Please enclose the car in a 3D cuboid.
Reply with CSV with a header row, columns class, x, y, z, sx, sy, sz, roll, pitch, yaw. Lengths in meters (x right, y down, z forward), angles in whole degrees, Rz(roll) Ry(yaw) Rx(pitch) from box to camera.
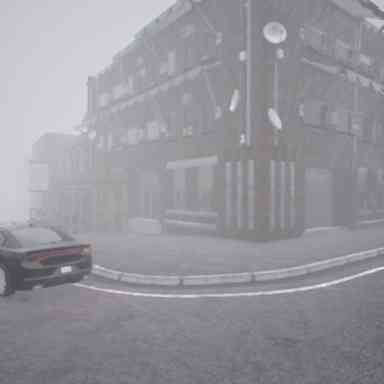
class,x,y,z,sx,sy,sz,roll,pitch,yaw
car,-4.687,1.559,8.844,5.008,1.535,1.882,0,-1,38
